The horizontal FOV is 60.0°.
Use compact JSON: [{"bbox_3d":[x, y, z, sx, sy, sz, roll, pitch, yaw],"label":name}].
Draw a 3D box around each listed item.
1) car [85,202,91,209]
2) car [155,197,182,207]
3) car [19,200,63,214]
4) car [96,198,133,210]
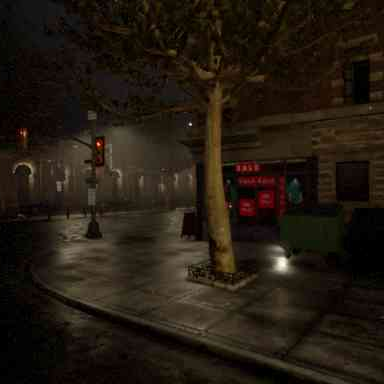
[{"bbox_3d":[-12.108,1.594,45.105,1.895,1.301,4.718,0,0,36],"label":"car"},{"bbox_3d":[-3.578,1.477,51.462,1.882,1.535,5.008,0,0,36],"label":"car"},{"bbox_3d":[-15.696,1.563,34.808,1.994,1.385,4.181,0,0,36],"label":"car"},{"bbox_3d":[-9.841,1.492,42.868,2.128,1.511,4.902,0,0,36],"label":"car"}]
